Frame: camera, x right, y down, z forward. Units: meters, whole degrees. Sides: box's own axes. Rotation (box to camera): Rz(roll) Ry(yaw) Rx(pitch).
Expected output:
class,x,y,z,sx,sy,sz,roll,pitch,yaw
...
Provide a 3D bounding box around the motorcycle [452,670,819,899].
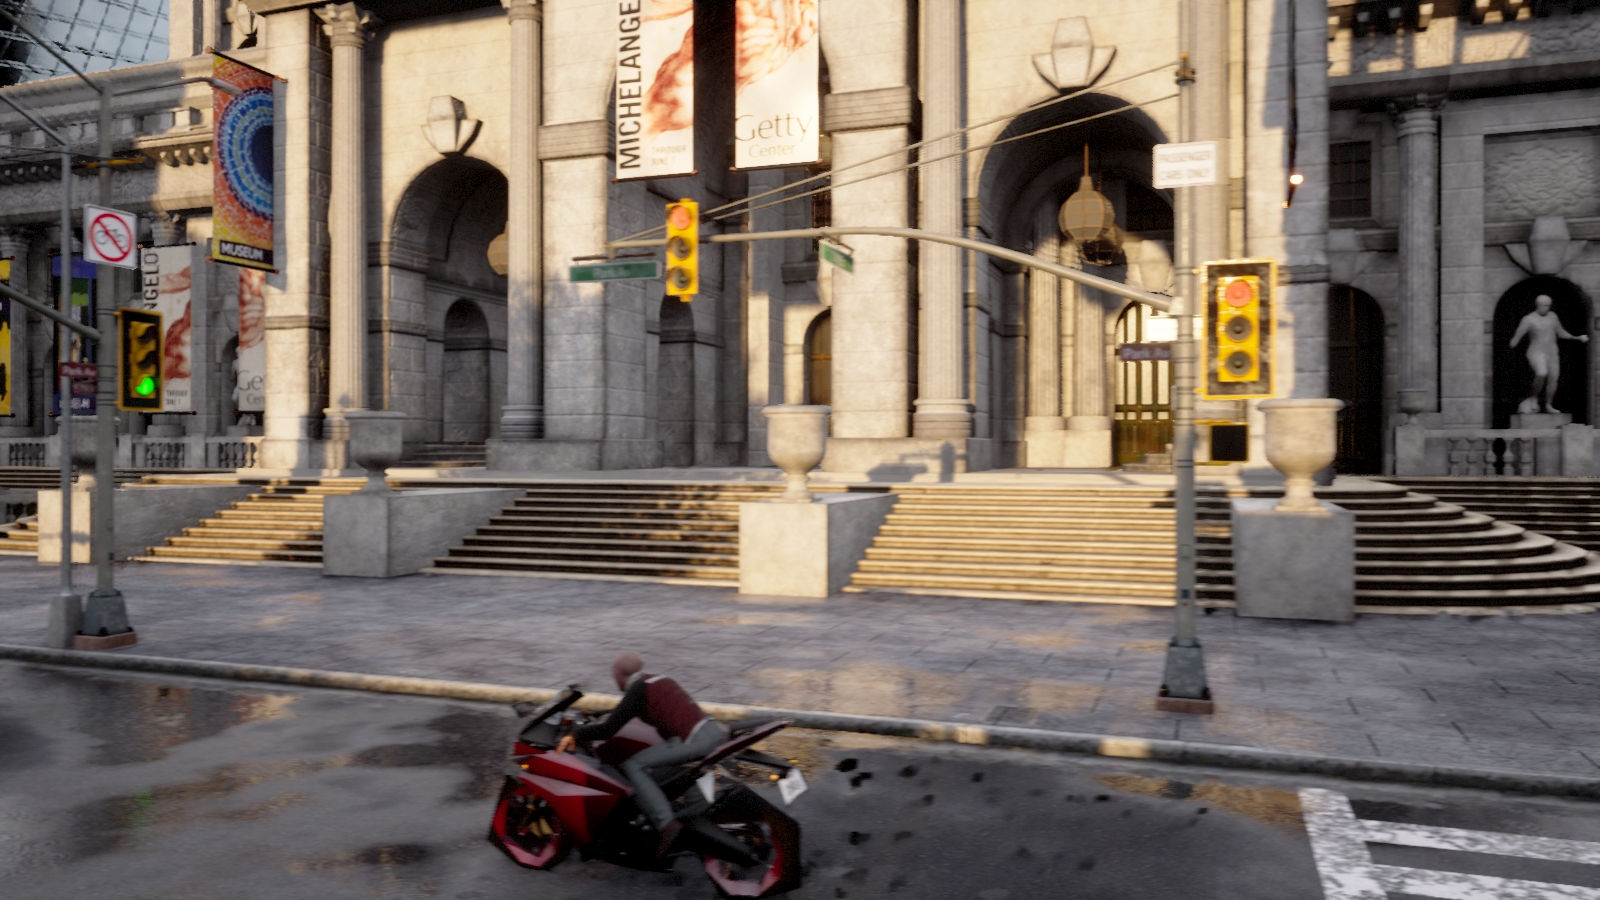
class,x,y,z,sx,sy,sz,roll,pitch,yaw
motorcycle,-1.060,2.205,7.405,2.209,1.251,0.867,0,0,20
